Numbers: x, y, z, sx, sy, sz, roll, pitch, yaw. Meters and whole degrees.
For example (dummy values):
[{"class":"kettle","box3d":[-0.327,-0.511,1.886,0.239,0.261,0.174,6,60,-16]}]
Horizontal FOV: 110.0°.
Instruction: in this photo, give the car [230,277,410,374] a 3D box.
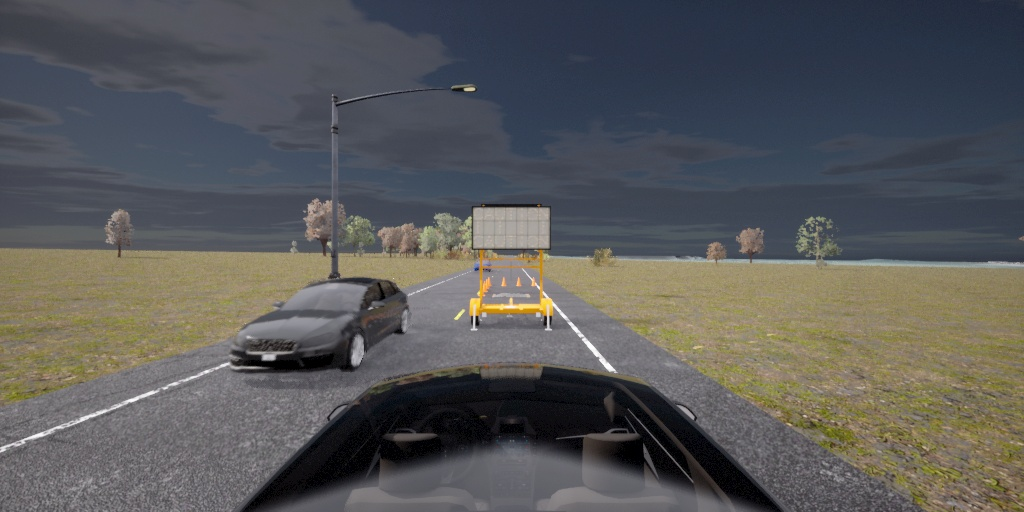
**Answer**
[{"class":"car","box3d":[-3.615,1.255,7.756,1.837,1.490,4.892,0,0,0]}]

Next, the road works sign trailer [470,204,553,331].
[{"class":"road works sign trailer","box3d":[-0.023,0.214,11.023,2.380,3.560,2.880,0,0,0]}]

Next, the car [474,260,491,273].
[{"class":"car","box3d":[-3.606,1.229,44.286,1.882,1.535,5.008,0,0,0]}]
